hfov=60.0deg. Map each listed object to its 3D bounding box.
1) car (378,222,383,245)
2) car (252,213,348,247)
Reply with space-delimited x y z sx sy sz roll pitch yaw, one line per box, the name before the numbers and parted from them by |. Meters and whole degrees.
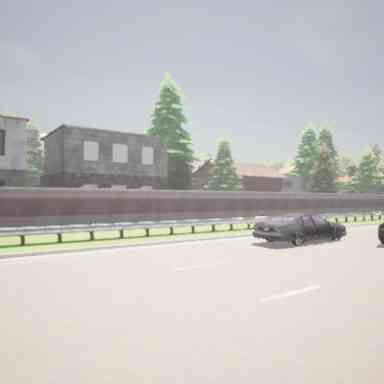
car | 10.582 1.740 15.594 4.892 1.490 1.837 1 -1 -35
car | 5.320 1.730 16.139 5.357 1.411 2.033 1 -1 -35
